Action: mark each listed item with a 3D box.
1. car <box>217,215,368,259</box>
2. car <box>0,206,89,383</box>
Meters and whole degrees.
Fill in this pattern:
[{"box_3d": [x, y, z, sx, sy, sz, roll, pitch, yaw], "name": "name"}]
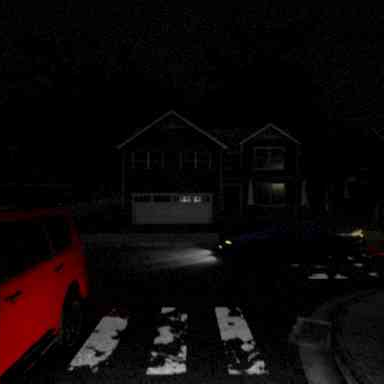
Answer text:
[{"box_3d": [3.699, 1.616, 12.577, 5.357, 1.411, 2.033, -1, 0, -5], "name": "car"}, {"box_3d": [-2.753, 1.203, 3.299, 2.150, 2.045, 5.566, 0, -1, 0], "name": "car"}]
